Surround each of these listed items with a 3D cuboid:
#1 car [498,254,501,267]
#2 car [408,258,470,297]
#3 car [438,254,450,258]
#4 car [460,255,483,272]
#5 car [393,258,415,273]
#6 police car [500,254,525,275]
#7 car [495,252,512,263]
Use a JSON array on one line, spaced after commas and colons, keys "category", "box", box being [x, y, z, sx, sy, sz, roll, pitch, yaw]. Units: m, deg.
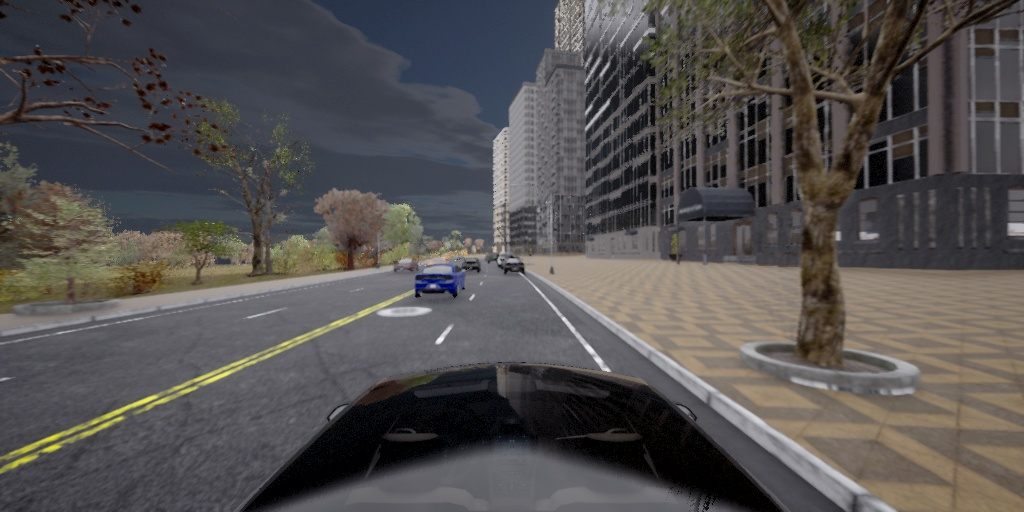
[{"category": "car", "box": [-0.429, 0.870, 44.010, 1.812, 1.442, 4.674, 0, 1, -4]}, {"category": "car", "box": [-3.372, 1.074, 17.545, 1.882, 1.535, 5.008, 0, 1, -1]}, {"category": "car", "box": [-7.610, 0.894, 37.311, 1.882, 1.535, 5.008, 0, 1, -3]}, {"category": "car", "box": [-4.216, 0.911, 38.041, 1.837, 1.490, 4.892, 0, 1, -3]}, {"category": "car", "box": [-10.851, 0.949, 37.097, 1.812, 1.442, 4.674, 0, 1, -3]}, {"category": "police car", "box": [0.157, 0.860, 34.043, 1.930, 1.638, 5.238, 0, 1, -3]}, {"category": "car", "box": [-0.863, 0.517, 50.078, 2.150, 2.045, 5.566, 0, 0, -4]}]
